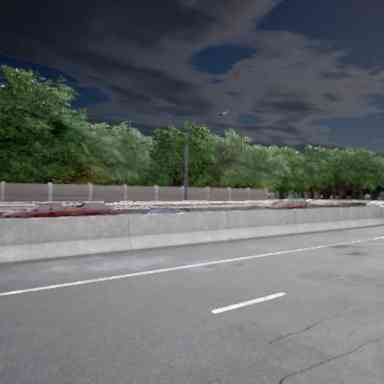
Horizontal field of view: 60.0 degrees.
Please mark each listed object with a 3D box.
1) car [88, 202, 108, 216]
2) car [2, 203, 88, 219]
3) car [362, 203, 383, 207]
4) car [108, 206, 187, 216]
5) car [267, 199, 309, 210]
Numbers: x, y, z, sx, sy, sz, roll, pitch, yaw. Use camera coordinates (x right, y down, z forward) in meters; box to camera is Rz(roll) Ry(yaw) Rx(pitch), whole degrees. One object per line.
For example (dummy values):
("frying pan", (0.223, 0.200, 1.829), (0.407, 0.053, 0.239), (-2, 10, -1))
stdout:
("car", (-8.691, 1.607, 27.914), (4.674, 1.442, 1.812), (1, 0, -36))
("car", (-10.047, 1.522, 22.634), (5.008, 1.535, 1.882), (1, 0, -36))
("car", (19.077, 1.845, 34.872), (4.674, 1.442, 1.812), (1, -1, -35))
("car", (-1.923, 1.635, 19.847), (5.357, 1.411, 2.033), (1, 0, -36))
("car", (10.577, 1.746, 37.418), (5.008, 1.535, 1.882), (1, 0, -35))
